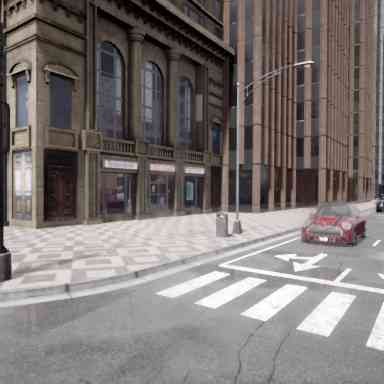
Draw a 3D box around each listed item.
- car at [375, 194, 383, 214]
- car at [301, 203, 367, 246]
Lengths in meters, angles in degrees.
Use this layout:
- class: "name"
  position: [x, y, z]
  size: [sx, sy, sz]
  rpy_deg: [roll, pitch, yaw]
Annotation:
- class: "car"
  position: [21.476, 1.265, 36.189]
  size: [2.150, 2.045, 5.566]
  rpy_deg: [1, 1, 35]
- class: "car"
  position: [6.684, 1.348, 15.432]
  size: [2.097, 1.767, 4.553]
  rpy_deg: [1, 0, 35]
